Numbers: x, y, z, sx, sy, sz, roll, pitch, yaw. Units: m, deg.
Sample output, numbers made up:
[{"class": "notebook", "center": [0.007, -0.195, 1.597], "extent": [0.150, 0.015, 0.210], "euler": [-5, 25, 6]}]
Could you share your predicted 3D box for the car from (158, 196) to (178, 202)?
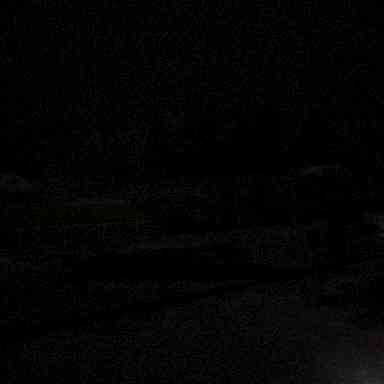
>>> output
[{"class": "car", "center": [-4.414, 1.508, 60.380], "extent": [1.837, 1.490, 4.892], "euler": [0, -1, -35]}]

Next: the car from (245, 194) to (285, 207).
[{"class": "car", "center": [8.887, 1.221, 41.189], "extent": [2.150, 2.045, 5.566], "euler": [0, 0, -35]}]
